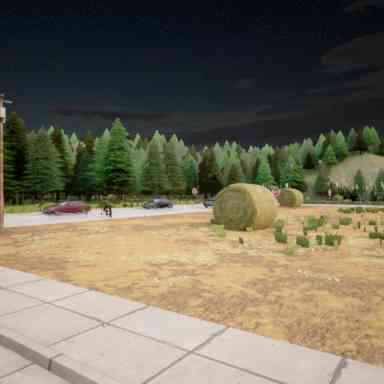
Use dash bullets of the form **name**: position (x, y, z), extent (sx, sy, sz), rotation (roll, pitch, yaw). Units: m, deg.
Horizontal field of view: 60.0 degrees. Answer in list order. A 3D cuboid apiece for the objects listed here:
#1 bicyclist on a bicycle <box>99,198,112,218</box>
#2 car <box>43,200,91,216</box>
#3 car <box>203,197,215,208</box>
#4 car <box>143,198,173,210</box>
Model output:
- **bicyclist on a bicycle**: position (-7.010, 1.327, 27.018), extent (1.656, 1.620, 0.582), rotation (0, 0, 36)
- **car**: position (-12.174, 1.552, 32.605), extent (1.812, 1.442, 4.674), rotation (0, 0, 38)
- **car**: position (3.530, 1.518, 47.769), extent (2.128, 1.511, 4.902), rotation (0, 0, 37)
- **car**: position (-4.311, 1.551, 43.247), extent (1.812, 1.442, 4.674), rotation (0, 0, 37)
